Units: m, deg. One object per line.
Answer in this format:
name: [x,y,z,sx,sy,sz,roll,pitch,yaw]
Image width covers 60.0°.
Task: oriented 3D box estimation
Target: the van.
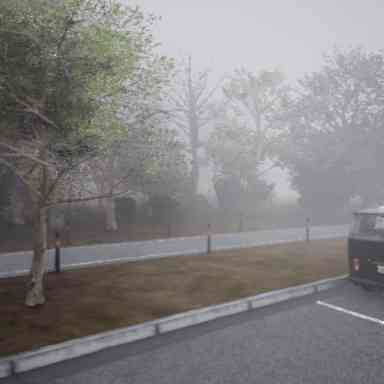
van: [5.611,1.228,7.729,4.442,1.987,1.878,-1,0,-33]
